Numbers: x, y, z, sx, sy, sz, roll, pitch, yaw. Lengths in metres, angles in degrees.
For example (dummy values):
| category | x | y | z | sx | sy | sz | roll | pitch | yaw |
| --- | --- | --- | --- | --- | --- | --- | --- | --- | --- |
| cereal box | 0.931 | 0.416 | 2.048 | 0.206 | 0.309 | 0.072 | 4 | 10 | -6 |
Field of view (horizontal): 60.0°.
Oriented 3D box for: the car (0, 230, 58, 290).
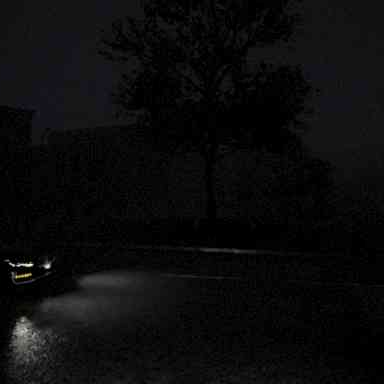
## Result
| category | x | y | z | sx | sy | sz | roll | pitch | yaw |
| --- | --- | --- | --- | --- | --- | --- | --- | --- | --- |
| car | -5.594 | 1.351 | 7.582 | 4.892 | 1.490 | 1.837 | 1 | 0 | 5 |
